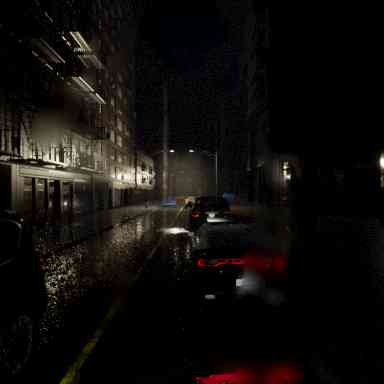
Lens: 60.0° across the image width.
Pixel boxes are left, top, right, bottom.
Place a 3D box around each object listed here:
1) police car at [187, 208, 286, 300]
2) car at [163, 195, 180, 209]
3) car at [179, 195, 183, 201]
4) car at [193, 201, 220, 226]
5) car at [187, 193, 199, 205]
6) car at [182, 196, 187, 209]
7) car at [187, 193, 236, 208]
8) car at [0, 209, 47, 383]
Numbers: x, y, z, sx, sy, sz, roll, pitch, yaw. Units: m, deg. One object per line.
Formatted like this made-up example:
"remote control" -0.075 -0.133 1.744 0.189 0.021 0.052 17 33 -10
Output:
"police car" 0.920 1.425 8.560 1.930 1.638 5.238 0 0 0
"car" -2.984 1.549 45.848 1.812 1.442 4.674 0 0 0
"car" -2.799 1.514 79.781 1.882 1.535 5.008 0 0 0
"car" 0.962 1.508 24.451 1.837 1.490 4.892 0 0 0
"car" 0.150 1.263 59.565 2.150 2.045 5.566 0 0 0
"car" 0.147 1.375 45.570 2.097 1.767 4.553 0 0 1
"car" 0.947 1.226 18.480 2.150 2.045 5.566 0 0 0
"car" -3.094 1.221 2.416 2.150 2.045 5.566 0 0 0
